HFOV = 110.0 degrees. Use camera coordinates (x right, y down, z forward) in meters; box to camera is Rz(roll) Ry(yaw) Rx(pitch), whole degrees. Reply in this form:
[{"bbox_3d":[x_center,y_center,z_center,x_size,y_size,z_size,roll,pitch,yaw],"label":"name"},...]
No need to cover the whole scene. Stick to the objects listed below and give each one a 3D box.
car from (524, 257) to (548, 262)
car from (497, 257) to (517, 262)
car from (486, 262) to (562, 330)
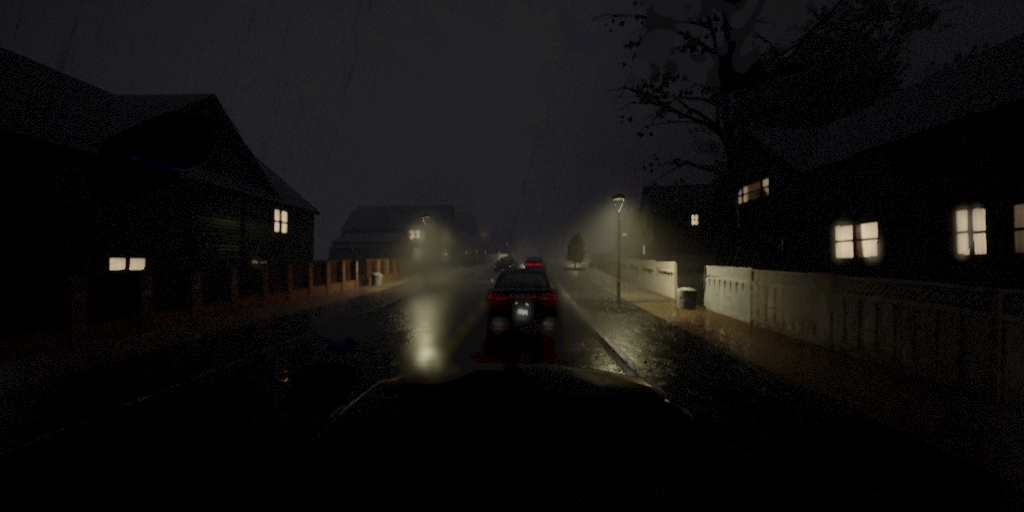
[{"bbox_3d":[2.091,0.814,31.597,1.837,1.490,4.892,0,1,7],"label":"car"},{"bbox_3d":[-0.490,0.825,34.751,2.033,1.411,5.357,0,1,8],"label":"car"},{"bbox_3d":[0.343,1.102,10.639,1.882,1.535,5.008,0,1,2],"label":"car"}]
